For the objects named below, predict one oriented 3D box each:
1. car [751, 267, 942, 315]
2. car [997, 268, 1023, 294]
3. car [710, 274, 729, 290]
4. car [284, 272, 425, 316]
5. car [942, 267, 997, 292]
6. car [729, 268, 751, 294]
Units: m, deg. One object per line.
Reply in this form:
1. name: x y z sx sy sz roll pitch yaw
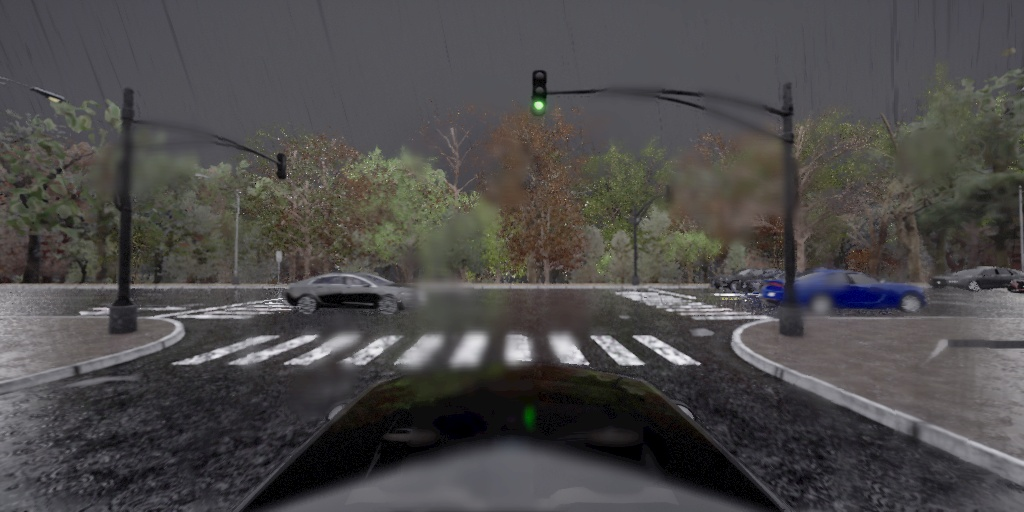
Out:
1. car: 11.996 1.257 13.136 5.008 1.535 1.882 0 -1 1
2. car: 29.880 1.465 19.410 4.181 1.385 1.994 0 -1 1
3. car: 15.372 1.470 22.926 5.008 1.535 1.882 0 -1 1
4. car: -5.784 1.358 13.451 4.902 1.511 2.128 0 -1 1
5. car: 29.491 1.476 22.668 4.892 1.490 1.837 -1 -1 1
6. car: 14.780 1.485 19.684 4.181 1.385 1.994 0 -1 1
